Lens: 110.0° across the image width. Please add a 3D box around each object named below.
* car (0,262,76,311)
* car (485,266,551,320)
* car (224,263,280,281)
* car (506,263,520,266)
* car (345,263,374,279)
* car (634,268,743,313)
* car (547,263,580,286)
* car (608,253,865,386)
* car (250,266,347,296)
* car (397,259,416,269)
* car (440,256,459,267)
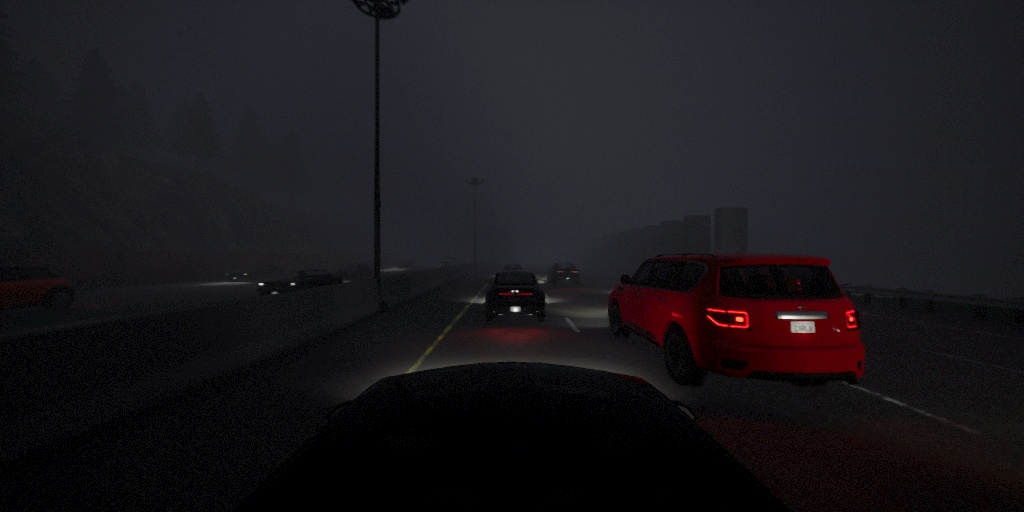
[{"bbox_3d":[-17.604,1.102,11.568,2.097,1.767,4.553,0,0,0],"label":"car"},{"bbox_3d":[0.098,1.256,12.558,1.837,1.490,4.892,0,0,0],"label":"car"},{"bbox_3d":[-21.102,1.299,29.941,2.033,1.411,5.357,0,0,0],"label":"car"},{"bbox_3d":[0.090,1.316,30.856,1.994,1.385,4.181,0,0,0],"label":"car"},{"bbox_3d":[-14.101,1.299,32.227,2.033,1.411,5.357,0,0,0],"label":"car"},{"bbox_3d":[7.098,1.298,15.247,2.033,1.411,5.357,0,0,0],"label":"car"},{"bbox_3d":[3.594,1.243,25.538,2.128,1.511,4.902,0,0,0],"label":"car"},{"bbox_3d":[3.599,0.972,7.122,2.150,2.045,5.566,0,0,0],"label":"car"},{"bbox_3d":[-10.604,1.352,18.317,1.895,1.301,4.718,0,0,0],"label":"car"},{"bbox_3d":[-17.176,1.246,58.338,2.128,1.511,4.902,0,0,2],"label":"car"},{"bbox_3d":[-10.166,0.974,58.635,2.150,2.045,5.566,0,0,2],"label":"car"}]
